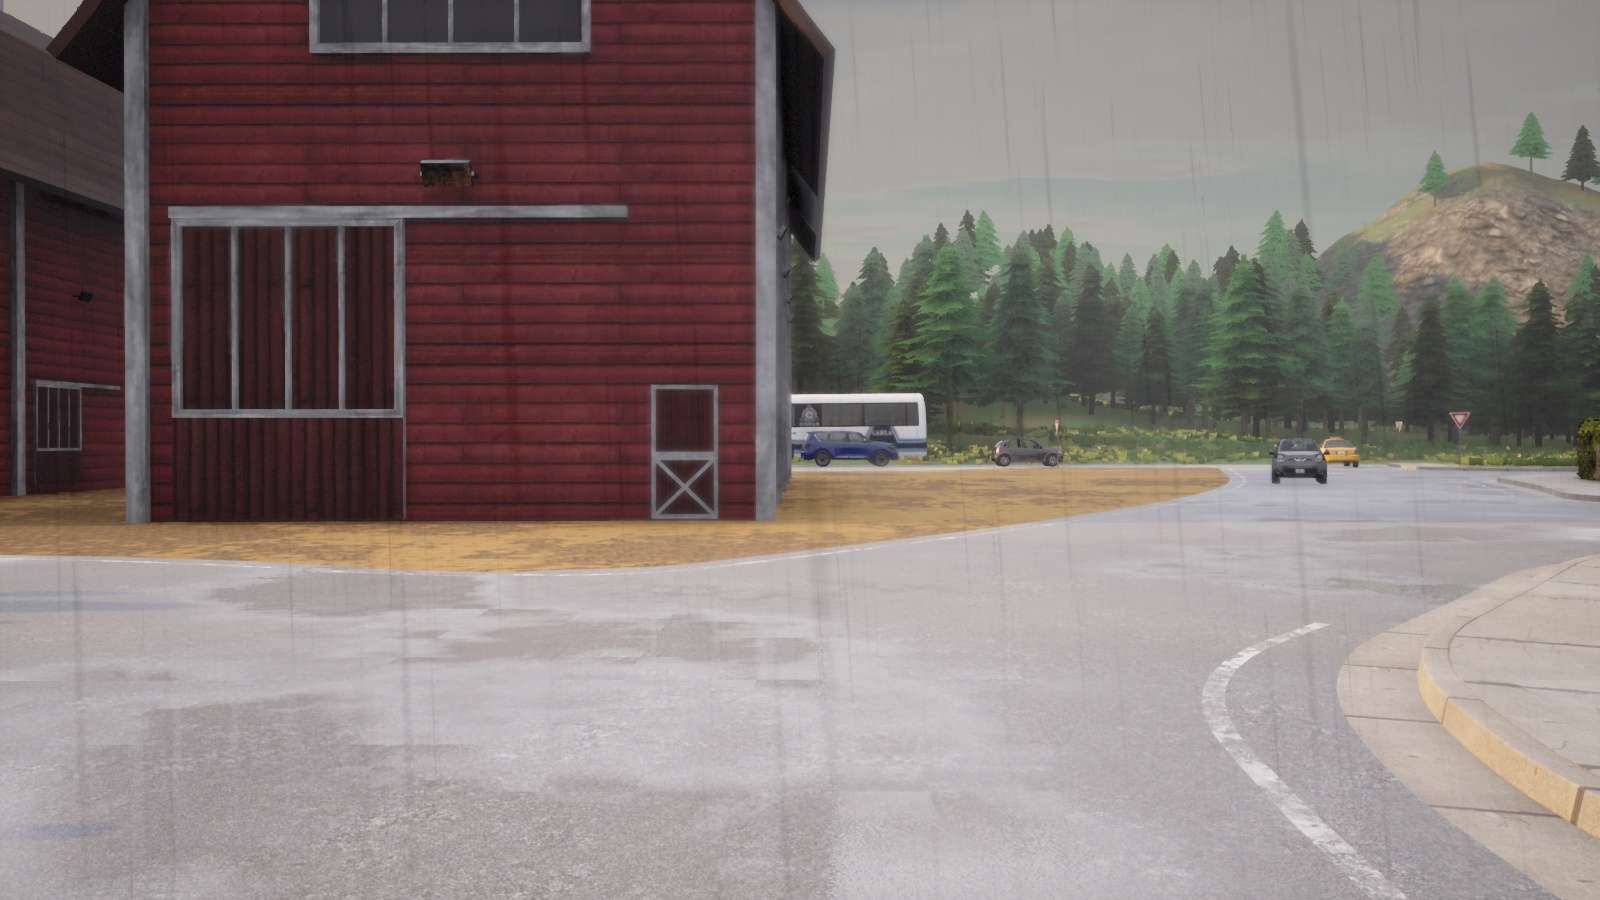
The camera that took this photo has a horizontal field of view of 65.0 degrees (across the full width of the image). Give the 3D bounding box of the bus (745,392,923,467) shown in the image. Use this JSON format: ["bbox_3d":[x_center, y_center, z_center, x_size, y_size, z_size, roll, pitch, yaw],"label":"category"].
[{"bbox_3d":[1.986,-1.192,74.885,10.273,4.253,3.944,-1,0,1],"label":"bus"}]

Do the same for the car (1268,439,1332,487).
[{"bbox_3d":[16.421,0.393,41.356,1.845,1.501,3.633,0,0,20],"label":"car"}]

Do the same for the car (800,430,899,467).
[{"bbox_3d":[2.792,-0.075,71.378,5.566,2.045,2.150,0,0,1],"label":"car"}]

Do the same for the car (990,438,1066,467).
[{"bbox_3d":[12.896,0.113,71.229,3.988,1.617,1.851,0,0,1],"label":"car"}]

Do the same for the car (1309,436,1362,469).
[{"bbox_3d":[27.215,0.112,63.932,1.801,1.575,5.366,0,0,16],"label":"car"}]
